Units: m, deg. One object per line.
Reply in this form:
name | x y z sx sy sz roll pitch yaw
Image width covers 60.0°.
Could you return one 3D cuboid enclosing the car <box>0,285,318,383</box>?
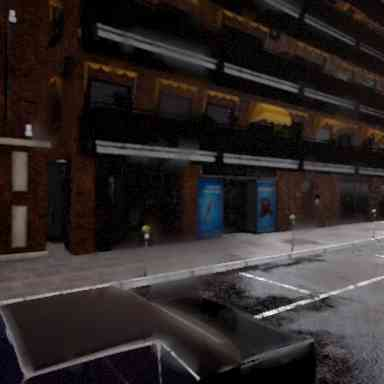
car | -1.217 1.600 2.510 4.718 1.301 1.895 0 0 -36
